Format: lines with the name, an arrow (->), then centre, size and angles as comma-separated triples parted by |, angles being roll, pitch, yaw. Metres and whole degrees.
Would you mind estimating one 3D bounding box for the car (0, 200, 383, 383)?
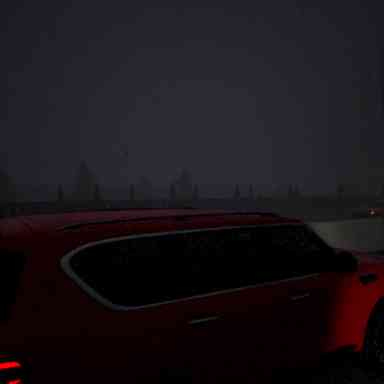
car -> 0.349, 1.206, 3.950 | 5.566, 2.045, 2.150 | 0, 0, -35
